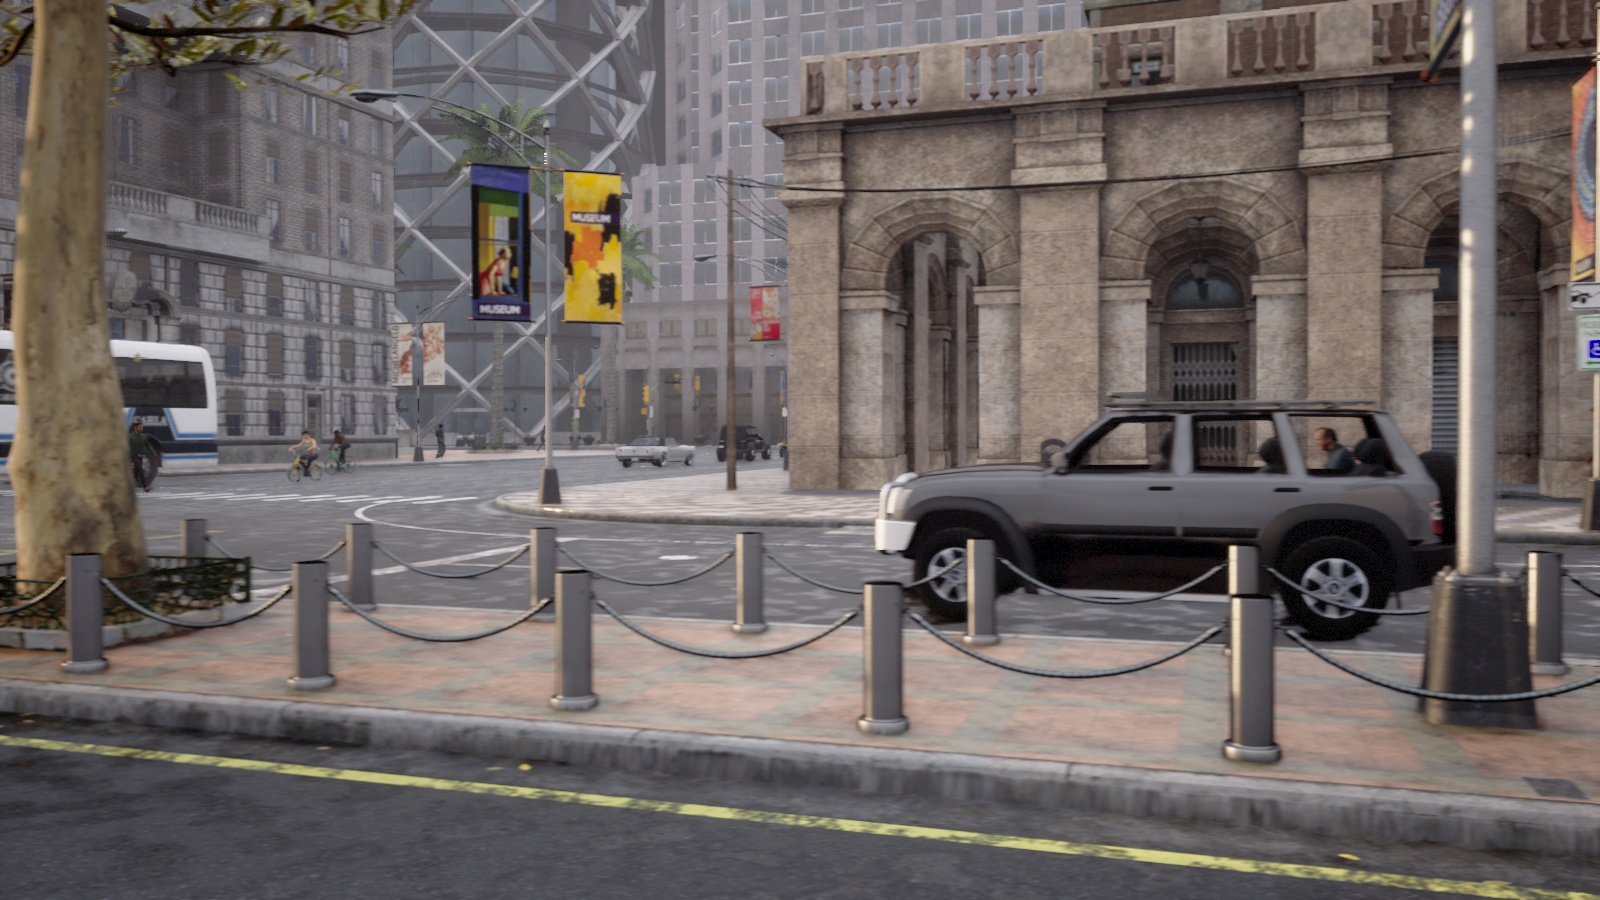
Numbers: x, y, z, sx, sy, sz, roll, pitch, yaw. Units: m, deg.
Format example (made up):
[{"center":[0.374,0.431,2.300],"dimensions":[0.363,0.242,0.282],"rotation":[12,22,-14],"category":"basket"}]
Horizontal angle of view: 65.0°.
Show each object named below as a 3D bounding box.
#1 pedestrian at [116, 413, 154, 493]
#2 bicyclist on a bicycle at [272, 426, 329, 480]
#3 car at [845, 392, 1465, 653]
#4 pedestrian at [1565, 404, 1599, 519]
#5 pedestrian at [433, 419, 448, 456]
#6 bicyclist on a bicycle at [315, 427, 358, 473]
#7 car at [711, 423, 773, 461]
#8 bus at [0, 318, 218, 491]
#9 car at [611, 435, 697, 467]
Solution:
[{"center":[-16.228,0.064,30.655],"dimensions":[0.788,1.949,0.423],"rotation":[1,1,24],"category":"pedestrian"},{"center":[-15.454,0.082,38.881],"dimensions":[0.866,1.612,1.509],"rotation":[1,1,19],"category":"bicyclist on a bicycle"},{"center":[2.870,0.484,10.601],"dimensions":[4.605,1.855,1.932],"rotation":[1,1,20],"category":"car"},{"center":[13.525,0.192,21.346],"dimensions":[0.788,1.949,0.423],"rotation":[1,1,18],"category":"pedestrian"},{"center":[-18.824,-0.640,65.712],"dimensions":[0.402,1.930,0.666],"rotation":[1,1,25],"category":"pedestrian"},{"center":[-16.876,-0.017,45.756],"dimensions":[0.582,1.620,1.656],"rotation":[1,1,18],"category":"bicyclist on a bicycle"},{"center":[-2.983,-0.428,64.917],"dimensions":[1.905,1.878,3.866],"rotation":[1,1,19],"category":"car"},{"center":[-20.938,-1.164,33.417],"dimensions":[3.944,4.253,10.273],"rotation":[1,1,18],"category":"bus"},{"center":[-6.334,0.020,55.123],"dimensions":[1.895,1.301,4.718],"rotation":[1,1,19],"category":"car"}]
